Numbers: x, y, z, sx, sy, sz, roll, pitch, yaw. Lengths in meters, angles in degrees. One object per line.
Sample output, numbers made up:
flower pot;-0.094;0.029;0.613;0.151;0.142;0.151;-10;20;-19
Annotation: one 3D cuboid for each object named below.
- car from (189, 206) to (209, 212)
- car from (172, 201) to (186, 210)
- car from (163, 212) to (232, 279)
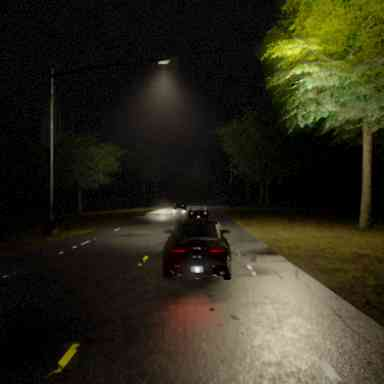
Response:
car;0.680;1.976;32.209;1.895;1.301;4.718;0;-1;2
car;-1.984;2.157;53.640;1.837;1.490;4.892;0;-1;4
car;0.159;1.629;10.473;1.837;1.490;4.892;0;0;1
